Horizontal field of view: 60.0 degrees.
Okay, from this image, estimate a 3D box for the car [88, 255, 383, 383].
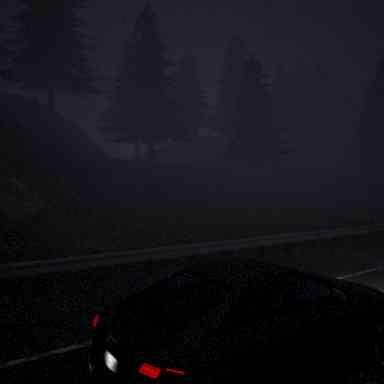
[{"bbox_3d":[0.872,1.555,4.287,4.181,1.385,1.994,0,0,-35],"label":"car"}]
